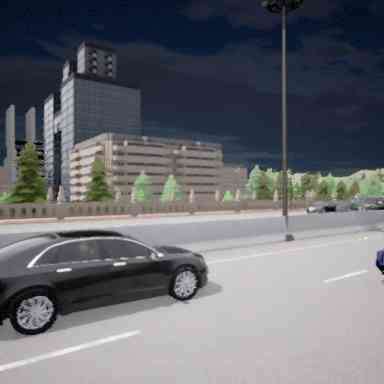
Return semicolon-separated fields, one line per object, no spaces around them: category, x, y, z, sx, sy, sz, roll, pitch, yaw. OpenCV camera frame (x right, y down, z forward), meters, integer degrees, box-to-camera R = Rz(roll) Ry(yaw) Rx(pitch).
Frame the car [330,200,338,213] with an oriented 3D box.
car;16.178;1.484;32.879;4.553;1.767;2.097;0;0;-36

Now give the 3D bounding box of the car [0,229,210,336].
car;-1.857;1.528;6.775;4.892;1.490;1.837;0;0;-35

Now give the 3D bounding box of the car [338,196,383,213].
car;14.874;1.333;27.634;5.566;2.045;2.150;0;0;-36

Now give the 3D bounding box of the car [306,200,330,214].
car;14.362;1.632;35.884;4.902;1.511;2.128;0;0;-36

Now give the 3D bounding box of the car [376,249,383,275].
car;6.845;1.639;8.678;4.718;1.301;1.895;0;0;-36
